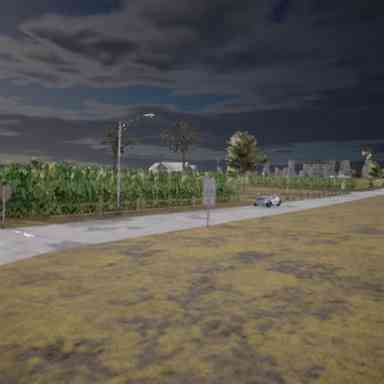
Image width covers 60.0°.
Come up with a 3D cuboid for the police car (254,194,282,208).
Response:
[{"bbox_3d":[9.323,1.046,41.029,2.038,1.542,4.974,3,3,36],"label":"police car"}]
